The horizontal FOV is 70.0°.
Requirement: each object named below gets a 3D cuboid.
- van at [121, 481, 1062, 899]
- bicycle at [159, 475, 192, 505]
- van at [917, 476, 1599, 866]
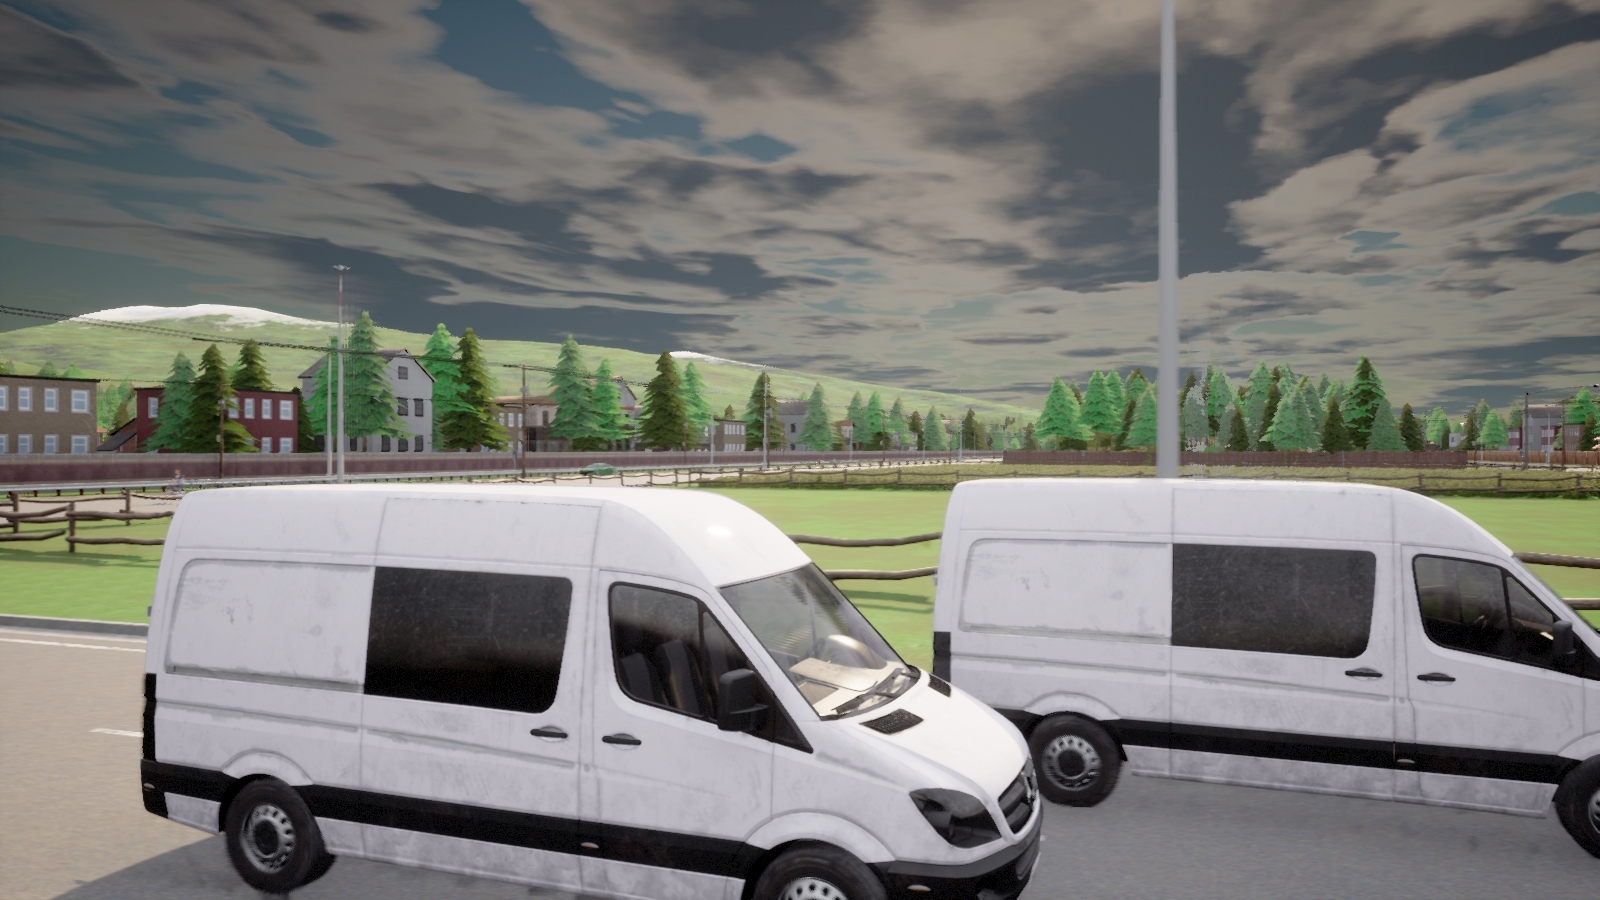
[{"bbox_3d":[-1.407,1.534,7.542,5.915,2.561,1.988,0,0,20],"label":"van"},{"bbox_3d":[-32.296,2.057,59.096,0.373,1.496,1.643,0,0,20],"label":"bicycle"},{"bbox_3d":[4.079,1.534,9.272,5.915,2.561,1.988,0,0,20],"label":"van"}]
